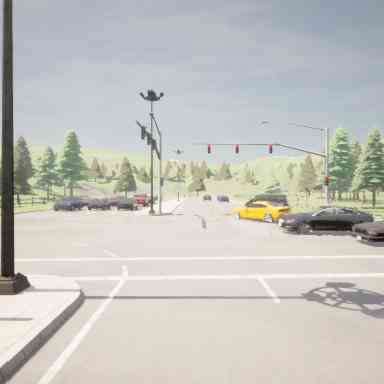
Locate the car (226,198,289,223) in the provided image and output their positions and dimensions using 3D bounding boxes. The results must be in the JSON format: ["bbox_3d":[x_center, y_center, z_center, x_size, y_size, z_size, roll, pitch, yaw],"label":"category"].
[{"bbox_3d":[5.276,1.478,25.528,1.882,1.535,5.008,-2,1,-40],"label":"car"}]

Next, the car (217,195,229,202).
[{"bbox_3d":[7.143,1.478,73.848,1.882,1.535,5.008,0,0,1],"label":"car"}]

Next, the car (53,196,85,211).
[{"bbox_3d":[-15.044,1.352,40.365,2.097,1.767,4.553,0,0,0],"label":"car"}]

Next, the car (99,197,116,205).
[{"bbox_3d":[-14.994,1.564,59.062,1.994,1.385,4.181,0,0,0],"label":"car"}]

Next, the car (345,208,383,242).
[{"bbox_3d":[9.794,1.548,14.249,5.357,1.411,2.033,0,0,-1],"label":"car"}]

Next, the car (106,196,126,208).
[{"bbox_3d":[-11.523,1.478,50.595,1.882,1.535,5.008,0,0,0],"label":"car"}]

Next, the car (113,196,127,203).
[{"bbox_3d":[-14.899,1.499,69.173,1.837,1.490,4.892,0,0,0],"label":"car"}]

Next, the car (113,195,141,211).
[{"bbox_3d":[-8.037,1.478,41.734,1.882,1.535,5.008,0,0,0],"label":"car"}]

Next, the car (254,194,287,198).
[{"bbox_3d":[6.662,1.221,29.897,2.150,2.045,5.566,-2,0,-15],"label":"car"}]

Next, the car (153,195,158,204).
[{"bbox_3d":[-7.966,1.547,62.609,2.033,1.411,5.357,0,0,0],"label":"car"}]

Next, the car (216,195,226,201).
[{"bbox_3d":[7.375,1.525,84.252,2.128,1.511,4.902,0,0,2],"label":"car"}]

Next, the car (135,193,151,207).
[{"bbox_3d":[-8.022,1.221,51.668,2.150,2.045,5.566,0,0,0],"label":"car"}]

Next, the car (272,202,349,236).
[{"bbox_3d":[7.179,1.493,17.859,4.902,1.511,2.128,0,0,-1],"label":"car"}]

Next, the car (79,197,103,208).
[{"bbox_3d":[-15.026,1.547,49.824,2.033,1.411,5.357,0,0,0],"label":"car"}]

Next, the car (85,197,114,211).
[{"bbox_3d":[-11.541,1.564,41.617,1.994,1.385,4.181,0,0,0],"label":"car"}]

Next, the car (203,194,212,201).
[{"bbox_3d":[3.867,1.355,83.996,2.097,1.767,4.553,0,0,2],"label":"car"}]
